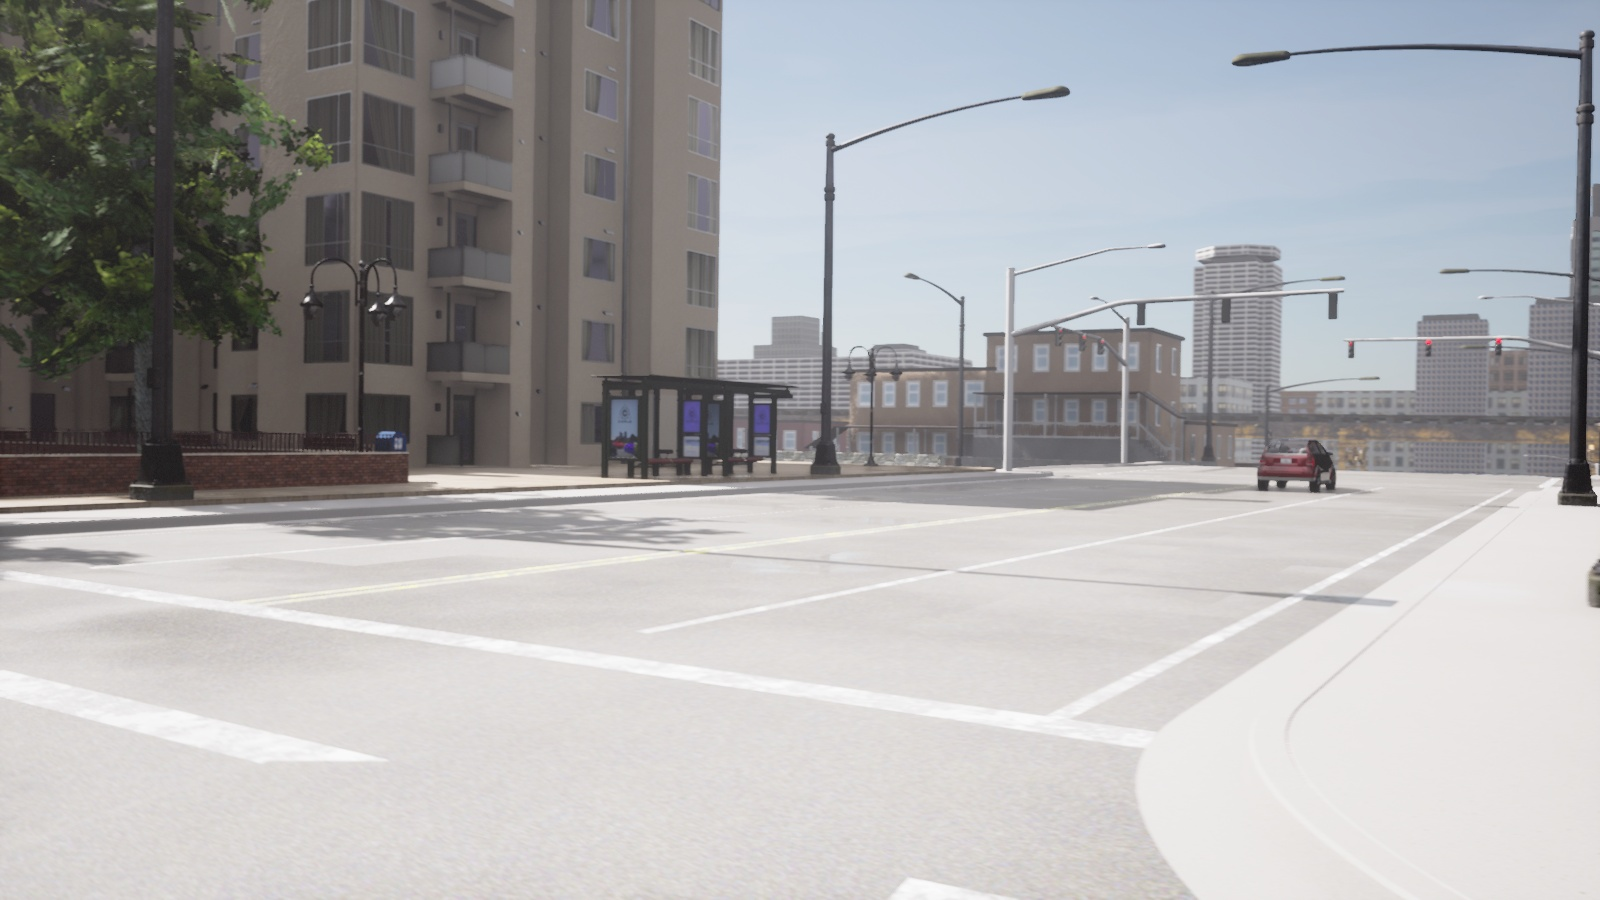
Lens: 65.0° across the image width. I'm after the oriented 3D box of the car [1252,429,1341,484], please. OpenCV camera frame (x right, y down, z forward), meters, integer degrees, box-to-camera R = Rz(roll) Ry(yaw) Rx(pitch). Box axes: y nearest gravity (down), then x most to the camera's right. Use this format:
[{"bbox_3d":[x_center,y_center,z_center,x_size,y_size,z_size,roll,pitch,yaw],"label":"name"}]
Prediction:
[{"bbox_3d":[14.913,0.166,37.628,1.789,1.549,3.705,0,0,32],"label":"car"}]
